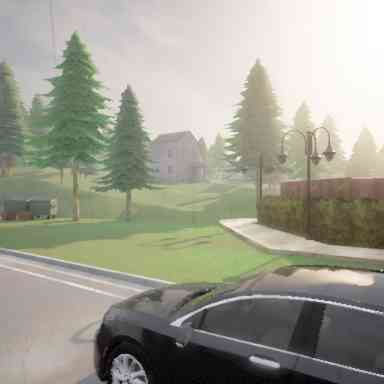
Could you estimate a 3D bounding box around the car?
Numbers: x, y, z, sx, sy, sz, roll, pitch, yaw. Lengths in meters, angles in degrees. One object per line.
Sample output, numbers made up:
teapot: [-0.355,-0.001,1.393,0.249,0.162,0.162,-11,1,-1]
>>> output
car: [1.095,1.505,3.204,4.892,1.490,1.837,0,0,36]
